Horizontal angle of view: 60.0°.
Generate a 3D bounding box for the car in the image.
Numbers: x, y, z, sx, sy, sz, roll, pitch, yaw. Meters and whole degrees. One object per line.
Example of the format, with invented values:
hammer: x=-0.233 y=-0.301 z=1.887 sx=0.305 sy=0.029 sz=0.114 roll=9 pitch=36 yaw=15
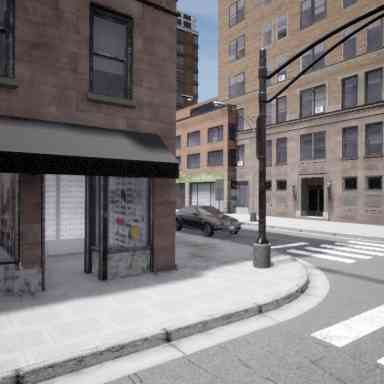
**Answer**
car: x=0.600 y=1.444 z=17.920 sx=1.812 sy=1.442 sz=4.674 roll=0 pitch=0 yaw=-34
